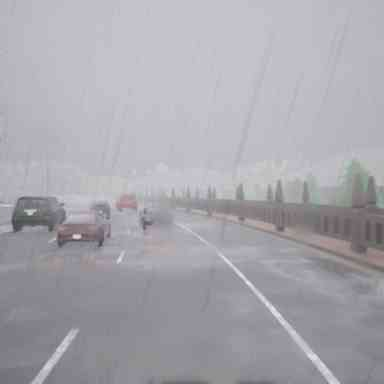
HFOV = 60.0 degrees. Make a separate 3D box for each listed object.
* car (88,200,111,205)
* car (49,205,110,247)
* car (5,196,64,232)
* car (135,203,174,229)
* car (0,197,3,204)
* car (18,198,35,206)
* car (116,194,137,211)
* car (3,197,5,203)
[{"bbox_3d":[-9.031,1.547,32.608,1.837,1.490,4.892,0,0,-17],"label":"car"},{"bbox_3d":[-4.782,1.548,15.082,1.812,1.442,4.674,0,0,-9],"label":"car"},{"bbox_3d":[-9.348,1.263,20.639,2.150,2.045,5.566,0,0,-12],"label":"car"},{"bbox_3d":[-2.474,1.615,21.871,1.895,1.301,4.718,0,0,-12],"label":"car"},{"bbox_3d":[-39.223,1.707,67.737,2.033,1.411,5.357,0,0,-18],"label":"car"},{"bbox_3d":[-28.326,1.724,57.163,1.895,1.301,4.718,0,0,-18],"label":"car"},{"bbox_3d":[-8.131,1.262,41.277,2.150,2.045,5.566,0,0,-18],"label":"car"},{"bbox_3d":[-34.583,1.675,64.898,2.128,1.511,4.902,0,0,-18],"label":"car"}]
